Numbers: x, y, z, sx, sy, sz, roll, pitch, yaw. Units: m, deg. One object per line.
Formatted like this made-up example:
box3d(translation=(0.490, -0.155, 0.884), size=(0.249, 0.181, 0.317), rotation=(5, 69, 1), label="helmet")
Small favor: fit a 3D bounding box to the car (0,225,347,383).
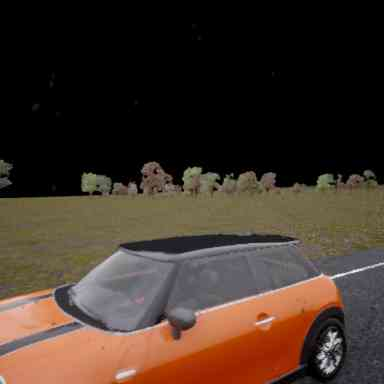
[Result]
box3d(translation=(-0.295, 1.343, 3.780), size=(4.553, 1.767, 2.097), rotation=(0, 0, -35), label="car")
